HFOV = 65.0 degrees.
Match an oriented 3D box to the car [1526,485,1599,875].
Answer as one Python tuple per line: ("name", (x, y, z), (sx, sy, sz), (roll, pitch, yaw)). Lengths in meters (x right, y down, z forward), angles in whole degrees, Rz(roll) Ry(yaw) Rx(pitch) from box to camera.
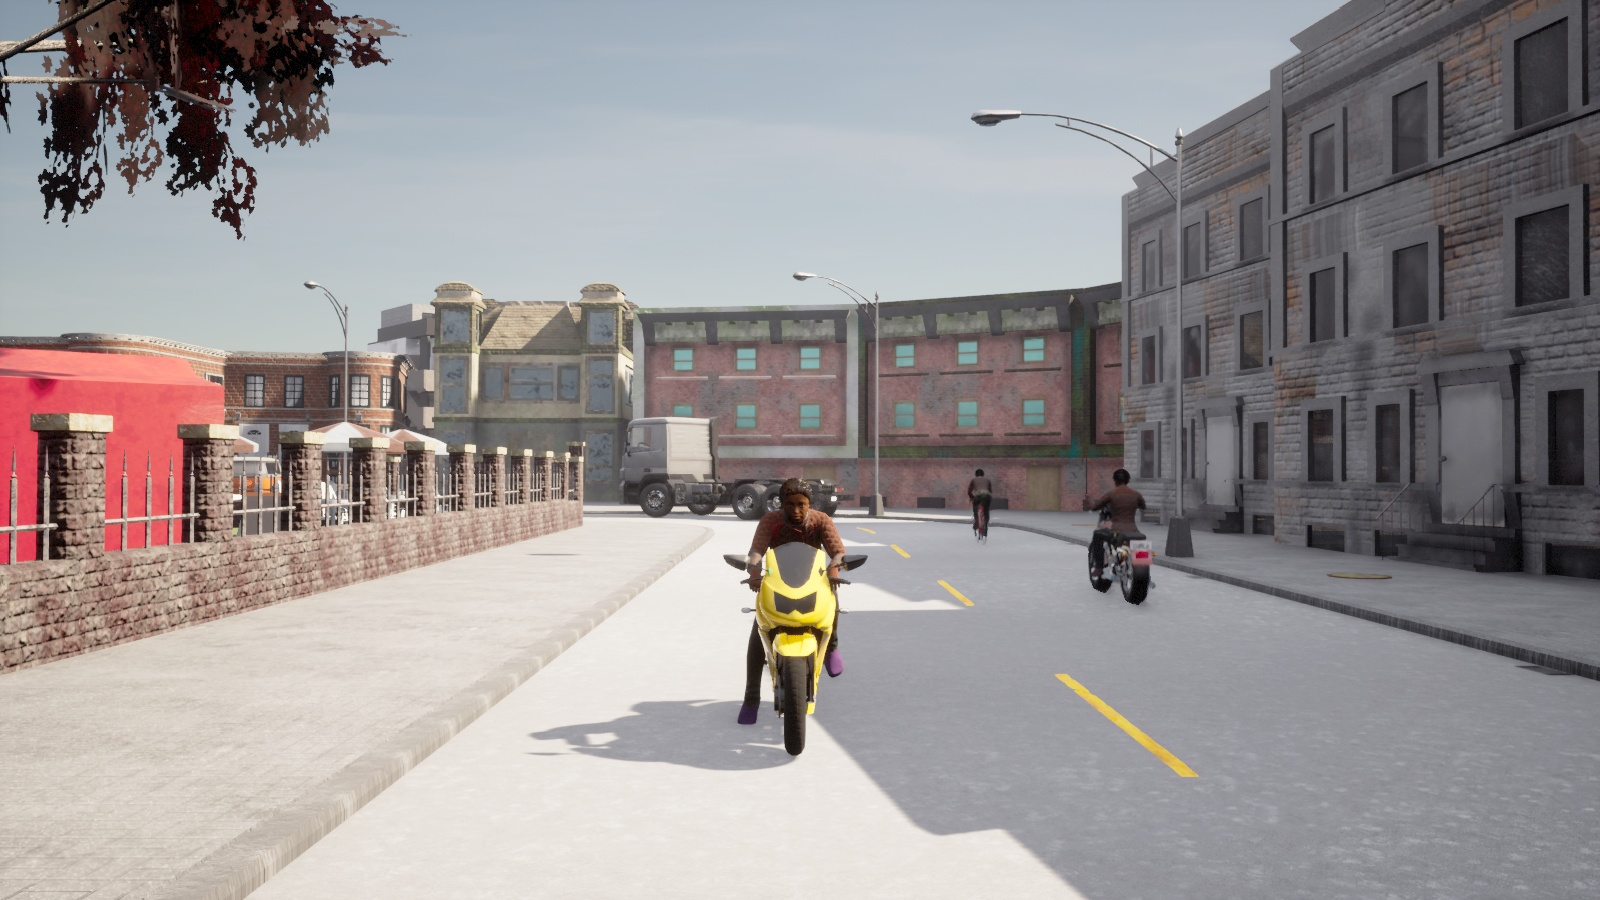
("car", (3.992, 0.851, 2.841), (1.837, 1.490, 4.892), (0, -1, 0))

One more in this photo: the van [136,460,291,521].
("van", (-19.921, 1.363, 42.747), (4.442, 1.987, 1.775), (0, -1, 0))

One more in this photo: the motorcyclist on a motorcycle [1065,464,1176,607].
("motorcyclist on a motorcycle", (3.958, 1.013, 15.720), (0.766, 1.649, 2.350), (0, -1, 0))

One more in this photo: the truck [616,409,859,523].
("truck", (-2.180, 0.540, 41.610), (7.936, 3.462, 2.891), (-1, -1, 35))

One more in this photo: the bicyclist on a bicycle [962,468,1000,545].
("bicyclist on a bicycle", (3.928, 1.210, 27.339), (0.582, 1.620, 1.656), (0, -1, 0))

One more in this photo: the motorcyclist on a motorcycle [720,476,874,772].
("motorcyclist on a motorcycle", (-0.020, 0.923, 7.552), (0.797, 1.523, 2.044), (0, -1, 0))
